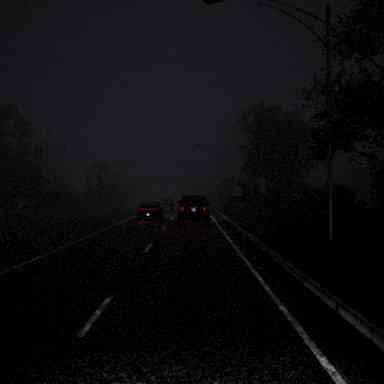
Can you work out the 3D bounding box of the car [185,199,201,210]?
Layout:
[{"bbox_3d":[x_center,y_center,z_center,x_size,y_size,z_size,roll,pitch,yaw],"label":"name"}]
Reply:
[{"bbox_3d":[0.124,1.582,42.743,2.033,1.411,5.357,0,-2,0],"label":"car"}]

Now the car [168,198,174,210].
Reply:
[{"bbox_3d":[-3.383,1.560,43.873,2.128,1.511,4.902,0,-2,0],"label":"car"}]

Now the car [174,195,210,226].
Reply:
[{"bbox_3d":[0.116,1.209,23.713,2.150,2.045,5.566,0,0,0],"label":"car"}]

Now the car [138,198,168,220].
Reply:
[{"bbox_3d":[-3.401,1.488,28.135,1.837,1.490,4.892,0,0,0],"label":"car"}]
